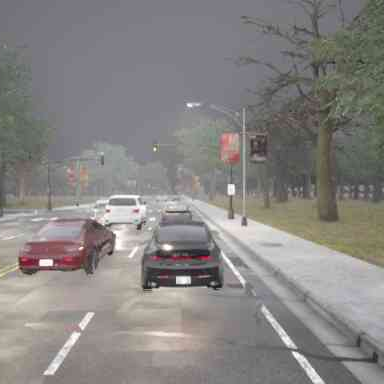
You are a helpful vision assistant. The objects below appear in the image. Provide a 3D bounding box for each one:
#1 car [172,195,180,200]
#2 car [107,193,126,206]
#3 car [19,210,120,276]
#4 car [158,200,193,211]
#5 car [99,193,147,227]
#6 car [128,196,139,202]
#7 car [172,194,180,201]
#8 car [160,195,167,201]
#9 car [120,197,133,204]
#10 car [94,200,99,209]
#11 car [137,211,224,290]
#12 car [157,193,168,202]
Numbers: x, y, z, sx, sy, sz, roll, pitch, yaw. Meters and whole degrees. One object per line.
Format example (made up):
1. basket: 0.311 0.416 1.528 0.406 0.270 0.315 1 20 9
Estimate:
1. car: -3.629 1.546 75.904 2.033 1.411 5.357 0 0 -3
2. car: -12.492 1.214 55.671 2.150 2.045 5.566 0 0 -2
3. car: -3.599 1.521 10.244 1.812 1.442 4.674 0 0 -3
4. car: -0.958 1.484 21.529 2.128 1.511 4.902 0 0 -2
5. car: -4.152 1.217 21.321 2.150 2.045 5.566 0 0 -4
6. car: -13.388 1.572 75.851 1.895 1.301 4.718 0 0 -3
7. car: -4.134 1.420 86.307 2.128 1.511 4.902 0 0 -3
8. car: -7.421 1.496 86.983 1.882 1.535 5.008 0 0 -3
9. car: -12.911 1.600 65.544 1.895 1.301 4.718 0 0 -2
10. car: -12.029 1.516 45.880 1.812 1.442 4.674 0 0 -3
11. car: -0.285 1.502 9.070 1.837 1.490 4.892 0 0 -3
12. car: -6.912 1.233 76.520 2.150 2.045 5.566 0 0 -3
